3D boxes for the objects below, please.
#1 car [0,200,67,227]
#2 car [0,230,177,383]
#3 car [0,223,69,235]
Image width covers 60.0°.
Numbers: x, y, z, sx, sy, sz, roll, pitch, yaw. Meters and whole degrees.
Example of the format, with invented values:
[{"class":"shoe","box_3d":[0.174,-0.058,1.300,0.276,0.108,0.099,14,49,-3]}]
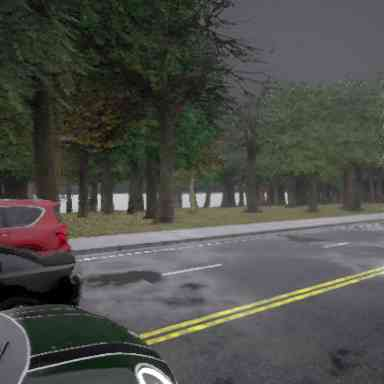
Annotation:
[{"class":"car","box_3d":[-5.689,1.224,7.613,5.566,2.045,2.150,0,0,-36]},{"class":"car","box_3d":[-2.214,1.355,1.862,4.553,1.767,2.097,0,0,-35]},{"class":"car","box_3d":[-4.181,1.481,4.695,5.008,1.535,1.882,0,0,-35]}]
